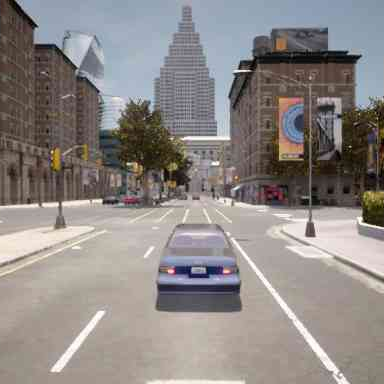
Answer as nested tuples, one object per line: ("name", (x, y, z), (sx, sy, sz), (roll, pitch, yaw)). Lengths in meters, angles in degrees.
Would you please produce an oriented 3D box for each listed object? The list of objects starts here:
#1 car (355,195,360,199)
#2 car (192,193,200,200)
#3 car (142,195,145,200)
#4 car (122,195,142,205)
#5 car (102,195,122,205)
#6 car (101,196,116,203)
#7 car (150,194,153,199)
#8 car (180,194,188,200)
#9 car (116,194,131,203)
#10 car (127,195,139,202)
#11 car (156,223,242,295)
("car", (35.321, 1.471, 70.506), (2.231, 1.521, 4.892), (0, 0, 1))
("car", (1.118, 1.338, 89.961), (2.097, 1.767, 4.553), (0, 0, 1))
("car", (-10.640, 1.491, 69.600), (1.837, 1.490, 4.892), (0, 0, 1))
("car", (-10.832, 1.469, 59.804), (1.882, 1.535, 5.008), (0, 0, 1))
("car", (-14.351, 1.593, 58.622), (1.895, 1.301, 4.718), (0, 0, 1))
("car", (-17.387, 1.585, 69.776), (1.895, 1.301, 4.718), (0, 0, 1))
("car", (-10.514, 1.344, 79.588), (2.097, 1.767, 4.553), (0, 0, 1))
("car", (-2.386, 1.528, 89.603), (2.033, 1.411, 5.357), (0, 0, 1))
("car", (-14.151, 1.346, 68.729), (2.097, 1.767, 4.553), (0, 0, 1))
("car", (-14.023, 1.467, 78.828), (1.882, 1.535, 5.008), (0, 0, 1))
("car", (0.171, 1.546, 8.882), (2.033, 1.411, 5.357), (0, 0, 1))
